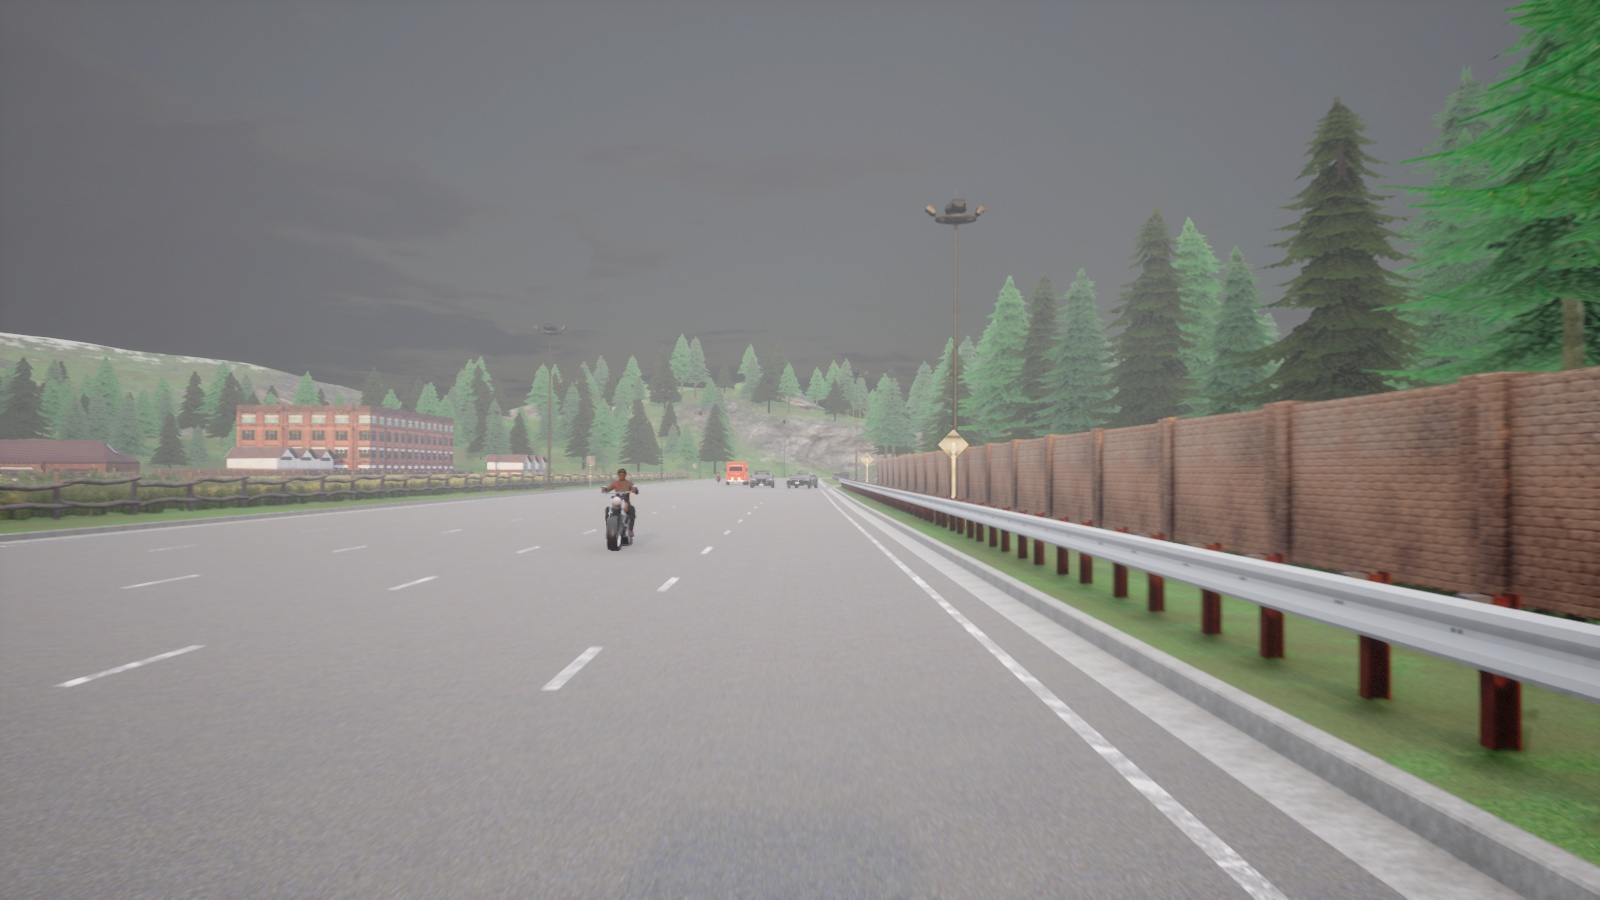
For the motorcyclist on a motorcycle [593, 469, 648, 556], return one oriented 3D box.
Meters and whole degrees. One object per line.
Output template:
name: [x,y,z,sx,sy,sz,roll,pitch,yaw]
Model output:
motorcyclist on a motorcycle: [-3.561,1.197,25.061,0.766,1.649,2.350,0,-1,0]
